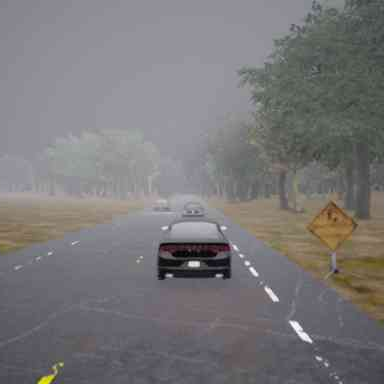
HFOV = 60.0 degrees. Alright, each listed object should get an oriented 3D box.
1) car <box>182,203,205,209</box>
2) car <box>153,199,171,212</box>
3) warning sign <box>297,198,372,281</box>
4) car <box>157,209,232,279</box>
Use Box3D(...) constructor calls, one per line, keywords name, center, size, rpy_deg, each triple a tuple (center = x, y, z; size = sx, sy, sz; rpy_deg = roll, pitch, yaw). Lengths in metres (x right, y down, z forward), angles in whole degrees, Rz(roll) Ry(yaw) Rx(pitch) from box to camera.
Box3D(name="car", center=(0.095, 1.600, 27.894), size=(2.033, 1.411, 5.357), rpy_deg=(0, 0, 0))
Box3D(name="car", center=(-3.575, 1.602, 40.231), size=(1.812, 1.442, 4.674), rpy_deg=(0, 0, 0))
Box3D(name="warning sign", center=(3.511, 1.134, 8.320), size=(1.300, 1.860, 1.060), rpy_deg=(-3, -3, 0))
Box3D(name="car", center=(0.068, 1.498, 10.101), size=(1.882, 1.535, 5.008), rpy_deg=(0, 0, 0))
